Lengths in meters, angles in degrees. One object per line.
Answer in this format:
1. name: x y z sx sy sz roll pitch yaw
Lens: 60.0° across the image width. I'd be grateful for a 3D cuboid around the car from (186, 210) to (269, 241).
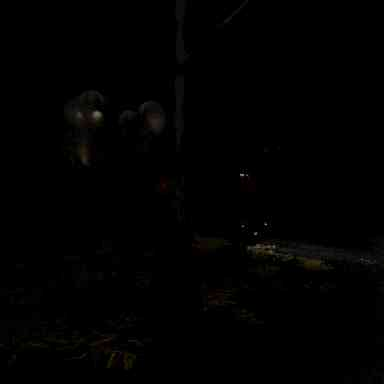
1. car: 1.649 1.601 17.024 1.895 1.301 4.718 0 0 -35
